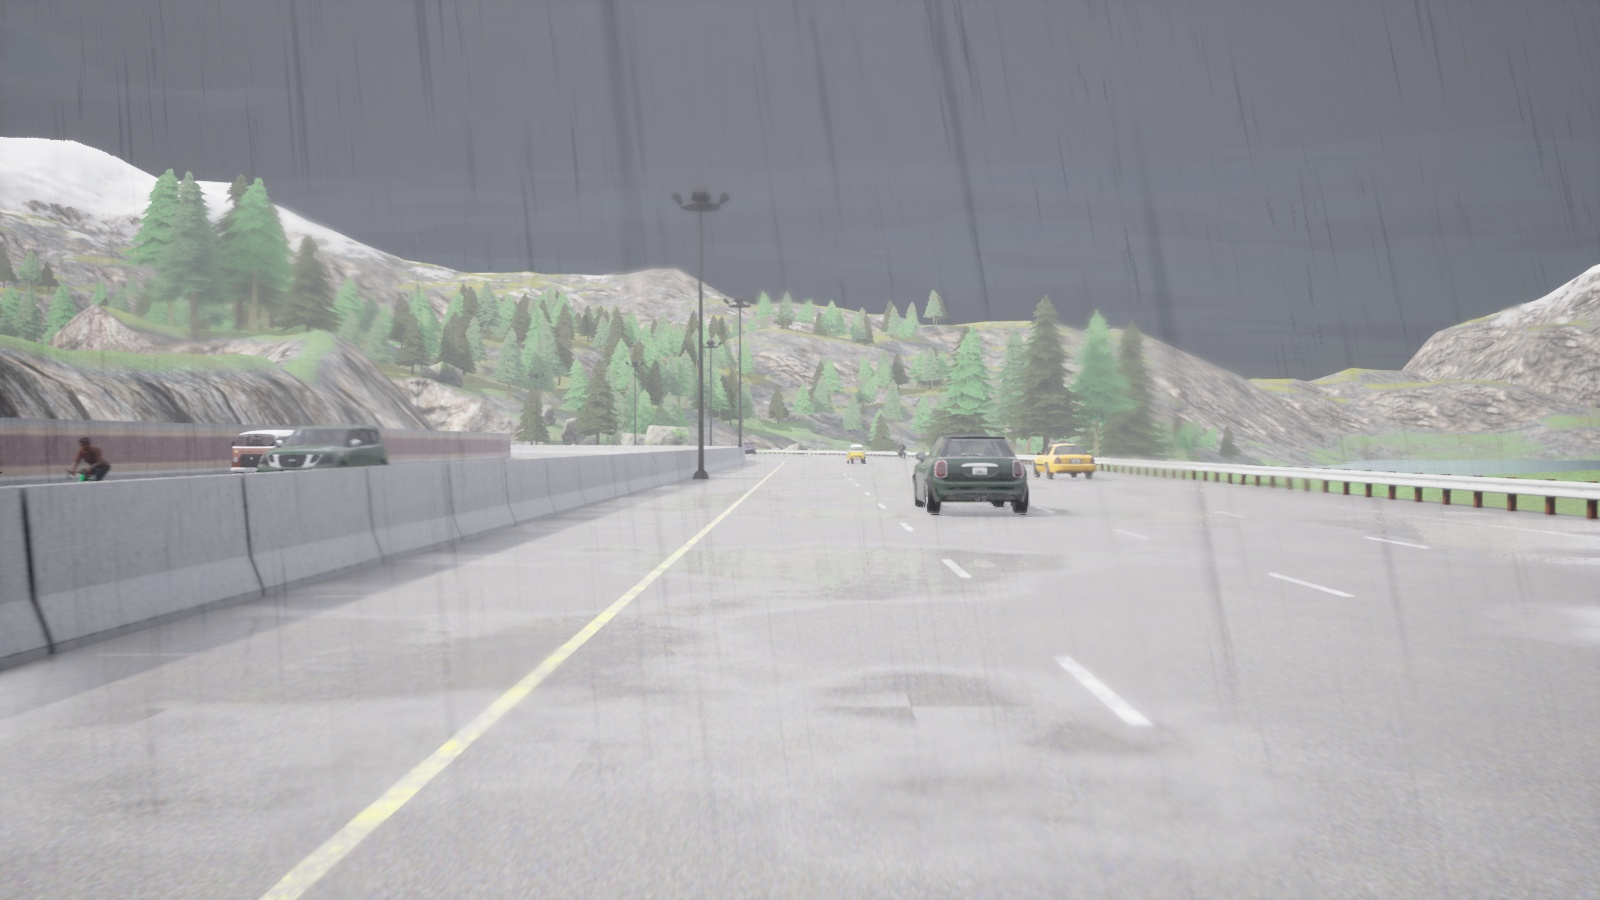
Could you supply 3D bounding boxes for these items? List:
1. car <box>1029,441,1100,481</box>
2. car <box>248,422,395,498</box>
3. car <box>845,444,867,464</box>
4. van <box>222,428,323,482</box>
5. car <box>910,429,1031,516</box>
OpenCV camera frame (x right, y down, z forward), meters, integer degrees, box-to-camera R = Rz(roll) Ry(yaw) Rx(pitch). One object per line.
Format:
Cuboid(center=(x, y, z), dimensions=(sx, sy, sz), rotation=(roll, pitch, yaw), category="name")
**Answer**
Cuboid(center=(10.813, 0.403, 51.702), dimensions=(1.801, 1.575, 5.366), rotation=(0, 0, 0), category="car")
Cuboid(center=(-13.778, 0.248, 36.580), dimensions=(2.150, 2.045, 5.566), rotation=(0, 0, 0), category="car")
Cuboid(center=(4.027, 0.298, 89.828), dimensions=(1.481, 1.376, 2.207), rotation=(0, 1, 0), category="car")
Cuboid(center=(-20.700, 0.174, 49.519), dimensions=(2.069, 2.038, 4.480), rotation=(0, 0, 0), category="van")
Cuboid(center=(3.676, 0.451, 27.889), dimensions=(2.097, 1.767, 4.553), rotation=(0, 0, 0), category="car")
